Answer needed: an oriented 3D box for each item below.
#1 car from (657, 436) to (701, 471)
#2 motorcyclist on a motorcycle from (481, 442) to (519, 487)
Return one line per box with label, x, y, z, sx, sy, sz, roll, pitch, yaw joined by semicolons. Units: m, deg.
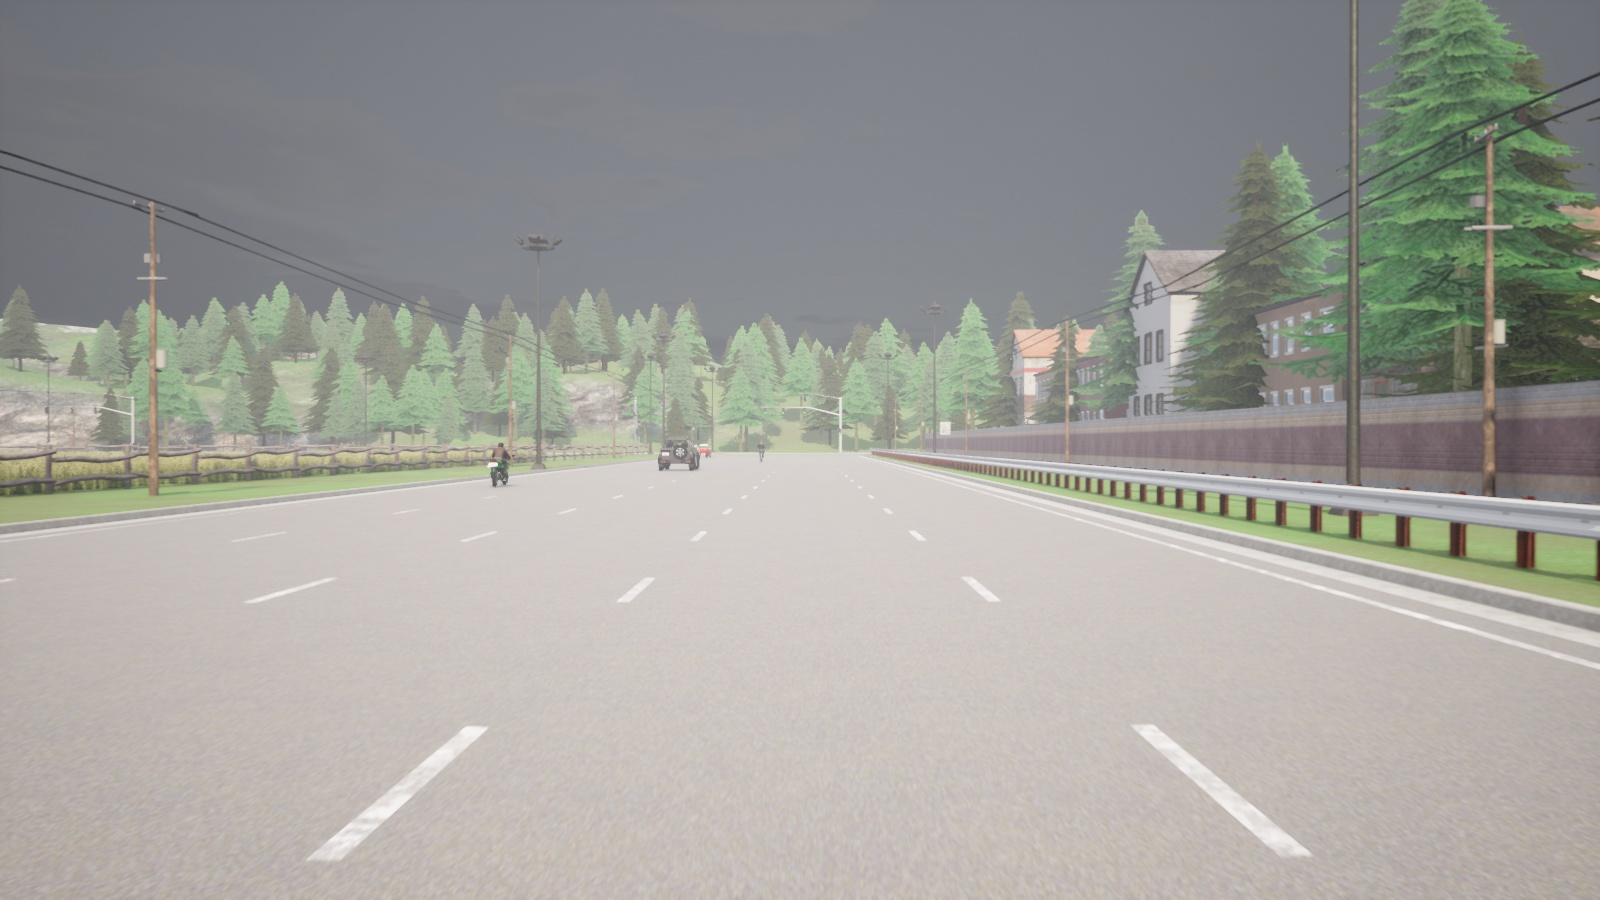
car;-6.592;0.171;68.709;1.932;1.855;4.605;0;0;0
motorcyclist on a motorcycle;-10.240;0.479;42.896;0.797;1.523;2.044;0;0;0
